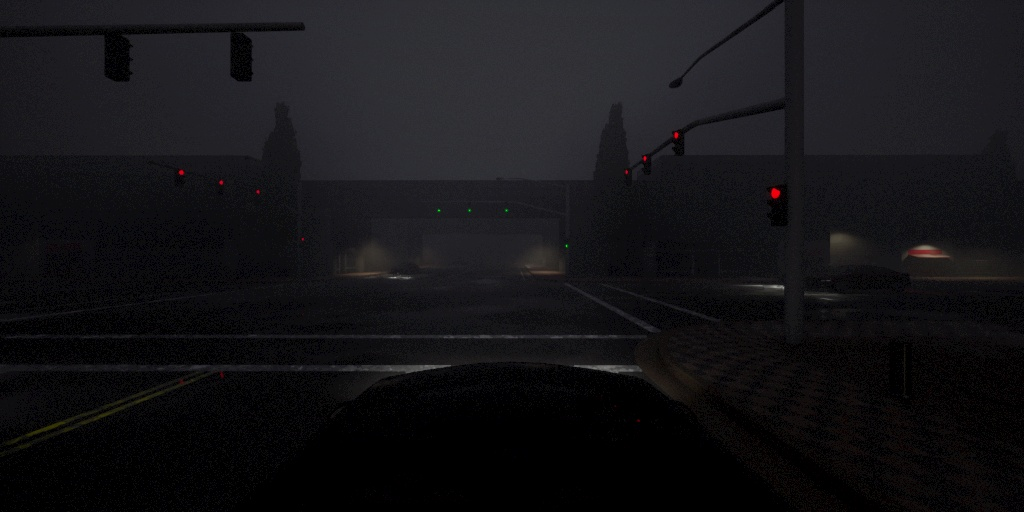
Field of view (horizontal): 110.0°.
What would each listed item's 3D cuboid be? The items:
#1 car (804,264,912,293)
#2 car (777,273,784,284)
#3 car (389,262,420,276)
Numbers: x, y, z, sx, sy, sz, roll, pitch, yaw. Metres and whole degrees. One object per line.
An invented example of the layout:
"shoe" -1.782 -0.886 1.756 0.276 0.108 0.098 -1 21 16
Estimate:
"car" 19.262 1.227 20.145 5.008 1.535 1.882 0 0 0
"car" 20.029 1.313 23.642 4.181 1.385 1.994 0 0 0
"car" -11.158 1.327 37.774 2.033 1.411 5.357 0 0 0
